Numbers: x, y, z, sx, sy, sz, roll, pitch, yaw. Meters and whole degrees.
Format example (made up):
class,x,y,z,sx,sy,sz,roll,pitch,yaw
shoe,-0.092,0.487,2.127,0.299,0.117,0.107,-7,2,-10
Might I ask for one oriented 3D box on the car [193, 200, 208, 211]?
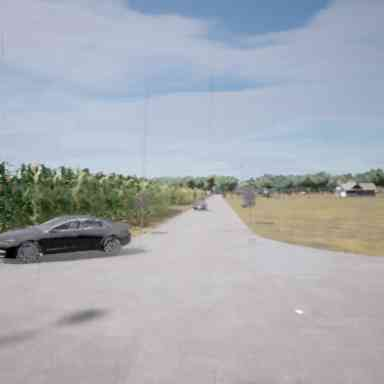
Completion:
class,x,y,z,sx,sy,sz,roll,pitch,yaw
car,1.204,1.937,47.491,2.128,1.511,4.902,-1,0,5

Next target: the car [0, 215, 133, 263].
class,x,y,z,sx,sy,sz,roll,pitch,yaw
car,-4.714,1.673,12.736,4.902,1.511,2.128,1,0,-34
